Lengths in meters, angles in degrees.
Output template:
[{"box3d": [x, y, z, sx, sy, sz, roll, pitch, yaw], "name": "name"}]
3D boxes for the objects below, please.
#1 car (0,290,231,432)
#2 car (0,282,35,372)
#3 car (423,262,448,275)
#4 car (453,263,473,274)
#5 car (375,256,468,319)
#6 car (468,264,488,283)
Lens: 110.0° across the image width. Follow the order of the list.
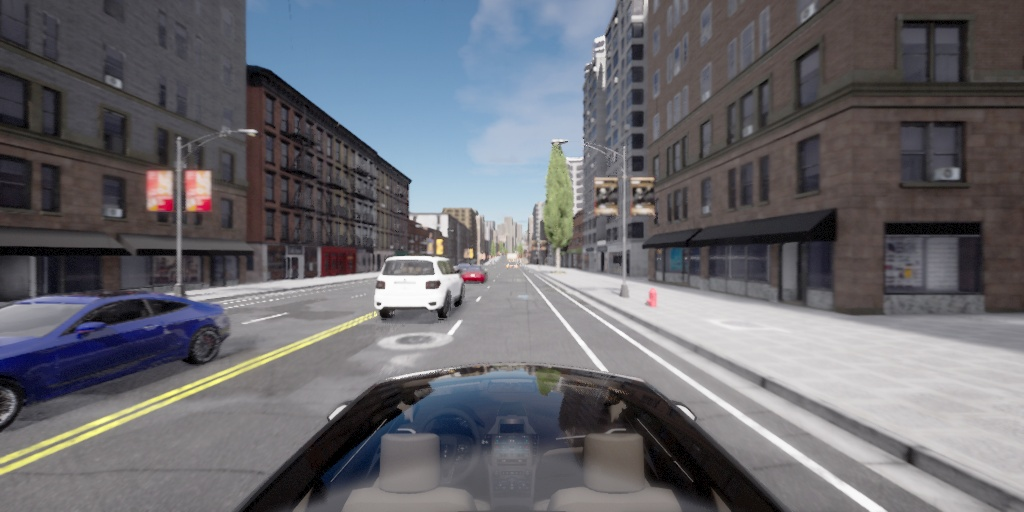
[{"box3d": [-6.599, 1.297, 5.410, 1.812, 1.442, 4.674, 0, 0, 0], "name": "car"}, {"box3d": [-9.848, 1.242, 4.182, 1.882, 1.535, 5.008, 0, 0, 0], "name": "car"}, {"box3d": [-9.822, 1.609, 46.297, 2.128, 1.511, 4.902, 0, -1, 0], "name": "car"}, {"box3d": [-6.560, 1.691, 48.644, 2.033, 1.411, 5.357, 0, -1, 0], "name": "car"}, {"box3d": [-3.150, 1.042, 13.215, 2.150, 2.045, 5.566, 0, 0, 0], "name": "car"}, {"box3d": [-3.145, 1.526, 30.591, 1.994, 1.385, 4.181, 0, -1, 0], "name": "car"}]
